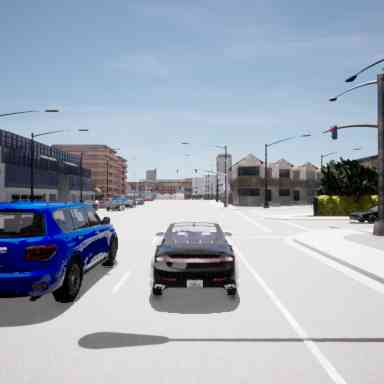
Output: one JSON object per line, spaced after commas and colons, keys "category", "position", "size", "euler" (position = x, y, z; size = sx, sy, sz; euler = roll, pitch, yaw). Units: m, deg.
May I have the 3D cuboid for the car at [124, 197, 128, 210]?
{"category": "car", "position": [-10.670, 1.884, 46.719], "size": [1.837, 1.490, 4.892], "euler": [0, 0, 0]}

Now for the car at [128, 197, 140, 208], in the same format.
{"category": "car", "position": [-10.673, 1.974, 56.455], "size": [2.033, 1.411, 5.357], "euler": [0, 0, 0]}

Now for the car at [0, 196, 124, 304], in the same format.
{"category": "car", "position": [-3.446, 1.239, 8.320], "size": [2.150, 2.045, 5.566], "euler": [0, 0, 0]}

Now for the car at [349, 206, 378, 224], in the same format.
{"category": "car", "position": [15.061, 1.686, 25.499], "size": [5.357, 1.411, 2.033], "euler": [0, -1, 0]}

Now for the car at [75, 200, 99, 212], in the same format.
{"category": "car", "position": [-14.179, 1.873, 45.366], "size": [1.837, 1.490, 4.892], "euler": [0, -1, -1]}

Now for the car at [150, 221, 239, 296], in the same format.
{"category": "car", "position": [0.056, 1.508, 8.645], "size": [2.128, 1.511, 4.902], "euler": [0, 0, 0]}

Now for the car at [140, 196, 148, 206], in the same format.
{"category": "car", "position": [-10.624, 1.857, 66.195], "size": [2.128, 1.511, 4.902], "euler": [0, 1, 0]}

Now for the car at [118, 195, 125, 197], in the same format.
{"category": "car", "position": [-14.148, 1.611, 63.989], "size": [2.150, 2.045, 5.566], "euler": [0, 1, 0]}

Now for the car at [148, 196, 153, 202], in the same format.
{"category": "car", "position": [-10.628, 1.661, 81.405], "size": [1.882, 1.535, 5.008], "euler": [0, 0, 0]}
